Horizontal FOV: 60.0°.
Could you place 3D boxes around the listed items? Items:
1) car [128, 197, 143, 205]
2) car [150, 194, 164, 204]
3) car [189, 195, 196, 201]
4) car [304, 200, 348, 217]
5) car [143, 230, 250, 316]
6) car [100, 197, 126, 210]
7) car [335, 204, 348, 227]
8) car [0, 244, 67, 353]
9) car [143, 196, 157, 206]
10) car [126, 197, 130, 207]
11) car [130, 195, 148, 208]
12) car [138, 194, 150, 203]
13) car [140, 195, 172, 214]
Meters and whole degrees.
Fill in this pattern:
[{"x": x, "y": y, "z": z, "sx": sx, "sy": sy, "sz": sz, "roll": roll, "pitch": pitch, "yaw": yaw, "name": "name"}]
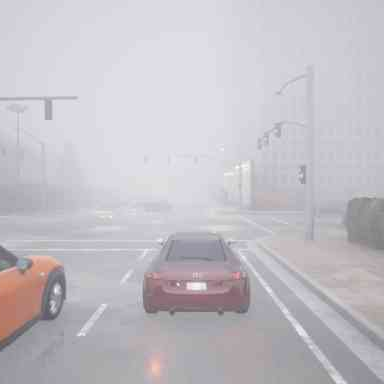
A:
[{"x": -10.460, "y": 1.601, "z": 61.916, "sx": 1.895, "sy": 1.301, "sz": 4.718, "roll": 0, "pitch": 0, "yaw": 0, "name": "car"}, {"x": -6.922, "y": 1.352, "z": 66.085, "sx": 2.097, "sy": 1.767, "sz": 4.553, "roll": 0, "pitch": 0, "yaw": 1, "name": "car"}, {"x": 0.132, "y": 1.552, "z": 84.548, "sx": 1.994, "sy": 1.385, "sz": 4.181, "roll": 0, "pitch": 0, "yaw": 0, "name": "car"}, {"x": 13.142, "y": 1.547, "z": 31.381, "sx": 4.902, "sy": 1.511, "sz": 2.128, "roll": 0, "pitch": 0, "yaw": 0, "name": "car"}, {"x": 0.089, "y": 1.564, "z": 7.634, "sx": 1.994, "sy": 1.385, "sz": 4.181, "roll": 0, "pitch": 0, "yaw": 0, "name": "car"}, {"x": -10.535, "y": 1.491, "z": 43.467, "sx": 2.128, "sy": 1.511, "sz": 4.902, "roll": 0, "pitch": 0, "yaw": 1, "name": "car"}, {"x": 11.571, "y": 1.619, "z": 20.681, "sx": 4.181, "sy": 1.385, "sz": 1.994, "roll": 0, "pitch": 0, "yaw": 0, "name": "car"}, {"x": -3.433, "y": 1.352, "z": 4.461, "sx": 2.097, "sy": 1.767, "sz": 4.553, "roll": 0, "pitch": 0, "yaw": 1, "name": "car"}, {"x": -6.995, "y": 1.505, "z": 56.007, "sx": 1.837, "sy": 1.490, "sz": 4.892, "roll": 0, "pitch": 0, "yaw": 0, "name": "car"}, {"x": -10.507, "y": 1.477, "z": 52.616, "sx": 1.882, "sy": 1.535, "sz": 5.008, "roll": 0, "pitch": 0, "yaw": 0, "name": "car"}, {"x": -7.012, "y": 1.352, "z": 47.065, "sx": 2.097, "sy": 1.767, "sz": 4.553, "roll": 0, "pitch": 0, "yaw": 0, "name": "car"}, {"x": -10.387, "y": 1.355, "z": 72.246, "sx": 2.097, "sy": 1.767, "sz": 4.553, "roll": 0, "pitch": 0, "yaw": 0, "name": "car"}, {"x": -3.619, "y": 1.490, "z": 36.273, "sx": 1.882, "sy": 1.535, "sz": 5.008, "roll": 1, "pitch": 1, "yaw": 12, "name": "car"}]
